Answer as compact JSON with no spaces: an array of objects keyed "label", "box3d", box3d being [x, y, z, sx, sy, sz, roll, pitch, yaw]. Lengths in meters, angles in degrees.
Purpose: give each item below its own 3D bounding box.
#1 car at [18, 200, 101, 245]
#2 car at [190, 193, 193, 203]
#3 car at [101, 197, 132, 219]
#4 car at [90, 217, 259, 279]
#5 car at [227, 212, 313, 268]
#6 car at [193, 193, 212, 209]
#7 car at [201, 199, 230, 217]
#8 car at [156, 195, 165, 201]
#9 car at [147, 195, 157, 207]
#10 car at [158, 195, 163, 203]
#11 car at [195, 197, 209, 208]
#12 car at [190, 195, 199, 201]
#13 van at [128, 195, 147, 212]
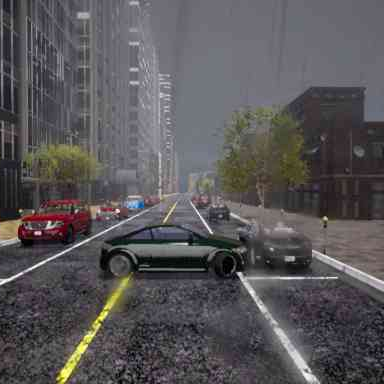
[{"label":"car","box3d":[-6.169,1.313,15.680,2.192,1.841,5.009,-1,0,-1]},{"label":"car","box3d":[0.904,1.303,71.940,2.192,1.841,5.009,-1,0,-1]},{"label":"car","box3d":[-6.354,1.437,26.748,1.967,1.590,4.097,-1,0,-1]},{"label":"car","box3d":[-0.454,1.558,9.481,4.181,1.385,1.994,0,0,-1]},{"label":"car","box3d":[2.564,1.550,11.082,2.008,1.369,4.403,-1,0,-1]},{"label":"car","box3d":[1.598,1.309,44.275,2.192,1.841,5.009,-1,0,-1]},{"label":"car","box3d":[2.049,1.548,26.942,2.008,1.369,4.403,-1,0,-1]},{"label":"car","box3d":[-7.744,1.511,82.636,1.752,1.417,4.829,-1,0,-1]},{"label":"car","box3d":[-6.918,1.307,49.608,2.192,1.841,5.009,-1,0,-1]},{"label":"car","box3d":[-7.331,1.534,66.207,1.887,1.381,4.507,-1,0,-1]},{"label":"car","box3d":[1.459,1.518,49.978,1.752,1.417,4.829,-1,0,-1]},{"label":"car","box3d":[0.630,1.552,83.005,1.947,1.339,4.313,-1,0,-1]},{"label":"van","box3d":[-6.640,1.336,38.542,1.690,1.788,3.998,-1,0,-1]}]
